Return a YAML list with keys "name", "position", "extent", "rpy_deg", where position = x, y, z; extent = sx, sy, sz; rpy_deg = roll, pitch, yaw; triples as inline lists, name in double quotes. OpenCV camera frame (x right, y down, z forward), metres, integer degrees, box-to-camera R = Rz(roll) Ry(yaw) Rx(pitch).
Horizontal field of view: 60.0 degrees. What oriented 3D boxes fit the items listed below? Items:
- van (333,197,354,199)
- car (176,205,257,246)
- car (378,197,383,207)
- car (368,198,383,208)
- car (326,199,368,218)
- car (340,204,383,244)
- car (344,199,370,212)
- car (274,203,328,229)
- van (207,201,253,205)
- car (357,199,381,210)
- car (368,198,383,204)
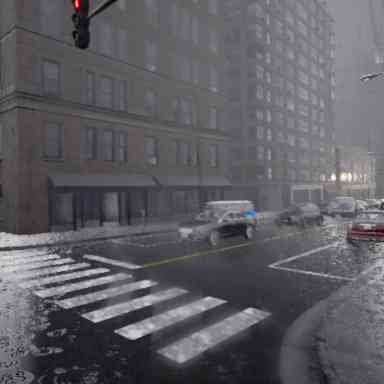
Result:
- name: "van"
  position: [17.234, 1.482, 37.857]
  extent: [1.690, 1.788, 3.998]
  rpy_deg: [-2, -1, 42]
- name: "car"
  position: [1.301, 1.609, 16.144]
  extent: [2.128, 1.511, 4.902]
  rpy_deg: [0, 0, 42]
- name: "car"
  position: [32.087, 1.585, 54.480]
  extent: [1.967, 1.590, 4.097]
  rpy_deg: [-1, -1, 42]
- name: "car"
  position: [28.262, 1.670, 50.196]
  extent: [1.752, 1.417, 4.829]
  rpy_deg: [-1, -1, 42]
- name: "car"
  position: [14.473, 1.675, 30.890]
  extent: [2.033, 1.411, 5.357]
  rpy_deg: [0, 0, 41]
- name: "car"
  position: [8.738, 1.535, 15.547]
  extent: [1.967, 1.590, 4.097]
  rpy_deg: [-2, -1, 42]
- name: "car"
  position: [20.836, 1.668, 41.884]
  extent: [1.752, 1.417, 4.829]
  rpy_deg: [-2, -1, 42]
- name: "car"
  position: [7.387, 1.687, 22.949]
  extent: [1.994, 1.385, 4.181]
  rpy_deg: [0, 0, 42]
- name: "van"
  position: [2.384, 1.472, 21.234]
  extent: [1.690, 1.788, 3.998]
  rpy_deg: [-2, -1, 42]
- name: "car"
  position: [24.663, 1.710, 46.166]
  extent: [1.947, 1.339, 4.313]
  rpy_deg: [-2, -1, 42]
- name: "car"
  position: [12.449, 1.413, 19.705]
  extent: [2.192, 1.841, 5.009]
  rpy_deg: [-2, -1, 42]
